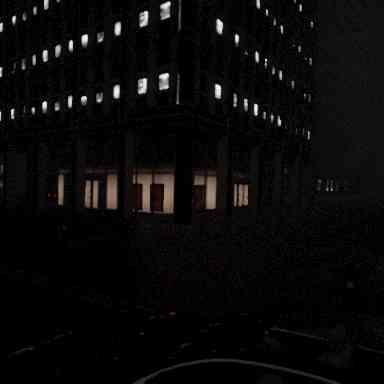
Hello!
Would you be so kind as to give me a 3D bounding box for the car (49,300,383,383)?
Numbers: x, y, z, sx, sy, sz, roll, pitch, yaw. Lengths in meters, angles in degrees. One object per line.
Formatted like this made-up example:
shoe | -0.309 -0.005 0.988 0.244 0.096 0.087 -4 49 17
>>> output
car | 0.743 1.539 2.334 4.403 1.369 2.008 1 1 35
